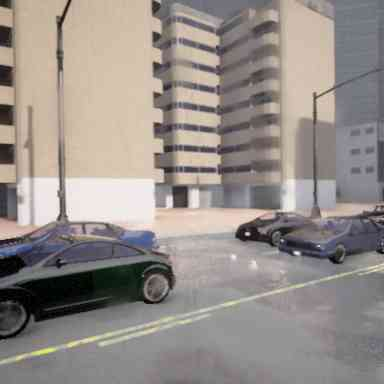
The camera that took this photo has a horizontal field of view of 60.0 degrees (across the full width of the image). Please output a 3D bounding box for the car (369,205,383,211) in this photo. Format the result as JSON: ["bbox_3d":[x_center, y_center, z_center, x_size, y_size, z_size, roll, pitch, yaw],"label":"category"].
[{"bbox_3d":[12.485,1.604,21.469,4.902,1.511,2.128,0,0,-35],"label":"car"}]

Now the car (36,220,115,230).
[{"bbox_3d":[-3.606,1.563,10.016,5.357,1.411,2.033,0,0,-36],"label":"car"}]

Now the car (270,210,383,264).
[{"bbox_3d":[5.565,1.601,12.258,5.357,1.411,2.033,0,0,-35],"label":"car"}]

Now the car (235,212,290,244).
[{"bbox_3d":[4.016,1.624,15.459,4.181,1.385,1.994,0,0,-35],"label":"car"}]

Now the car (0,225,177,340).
[{"bbox_3d":[-2.390,1.574,6.589,4.181,1.385,1.994,0,0,-36],"label":"car"}]
